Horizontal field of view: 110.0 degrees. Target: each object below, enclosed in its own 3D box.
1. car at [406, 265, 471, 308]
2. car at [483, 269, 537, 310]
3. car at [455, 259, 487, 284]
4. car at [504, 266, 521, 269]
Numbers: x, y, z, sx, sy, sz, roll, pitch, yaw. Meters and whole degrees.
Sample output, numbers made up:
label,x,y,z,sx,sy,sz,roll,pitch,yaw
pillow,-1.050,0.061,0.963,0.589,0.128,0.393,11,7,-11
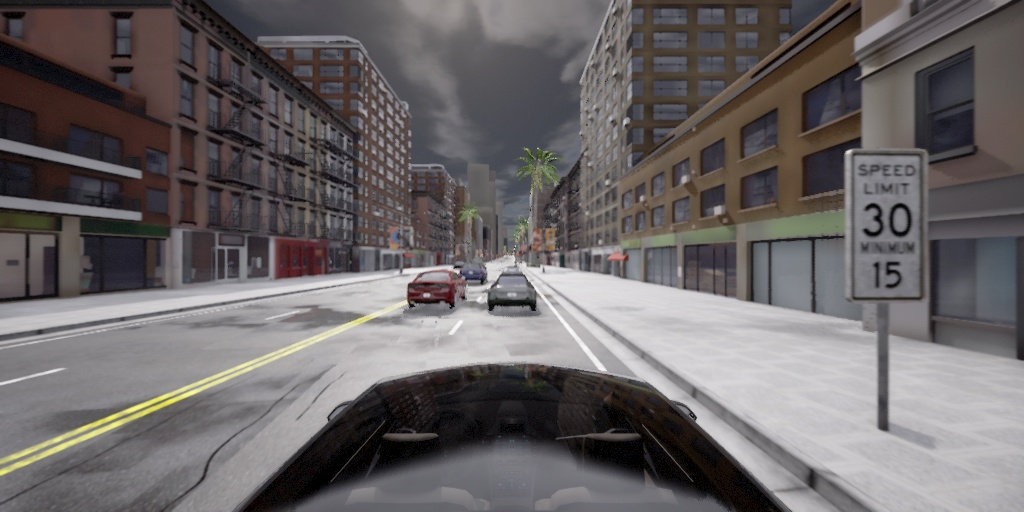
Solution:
label,x,y,z,sx,sy,sz,roll,pitch,yaw
car,-3.217,1.354,16.091,1.882,1.535,5.008,0,0,1
car,0.025,1.435,15.429,1.994,1.385,4.181,0,0,1
car,-3.220,1.339,30.271,2.097,1.767,4.553,0,-1,0
car,0.018,1.529,29.381,2.033,1.411,5.357,0,0,0
